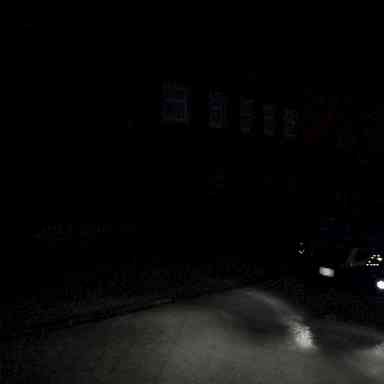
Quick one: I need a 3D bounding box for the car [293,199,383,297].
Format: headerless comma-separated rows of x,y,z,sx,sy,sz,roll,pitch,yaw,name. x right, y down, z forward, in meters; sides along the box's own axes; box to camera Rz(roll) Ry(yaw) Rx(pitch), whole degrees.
4.858,1.194,8.017,5.566,2.045,2.150,0,0,-35,car
